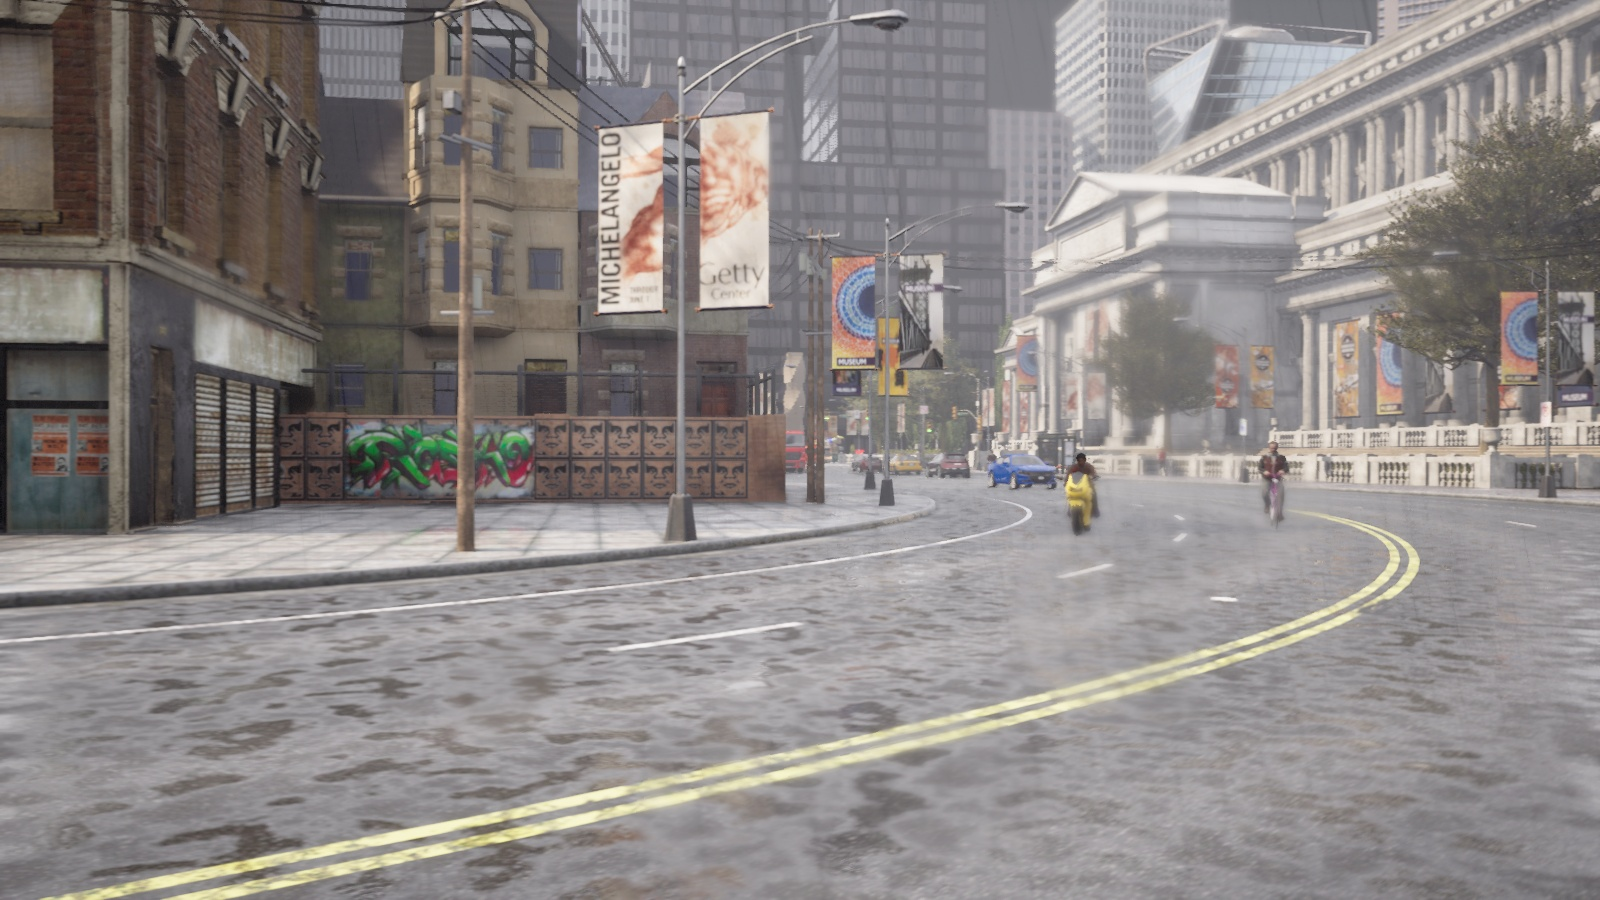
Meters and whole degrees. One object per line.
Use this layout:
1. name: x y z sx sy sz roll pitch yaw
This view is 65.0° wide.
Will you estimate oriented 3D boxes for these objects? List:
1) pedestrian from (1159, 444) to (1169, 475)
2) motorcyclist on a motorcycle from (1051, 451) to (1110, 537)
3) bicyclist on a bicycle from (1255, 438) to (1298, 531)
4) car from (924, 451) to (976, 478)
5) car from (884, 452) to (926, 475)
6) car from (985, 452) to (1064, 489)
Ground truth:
1. pedestrian: 22.209 0.586 76.663 0.331 1.846 0.636 0 0 -15
2. motorcyclist on a motorcycle: 5.242 0.787 23.373 0.797 1.523 2.044 -1 0 20
3. bicyclist on a bicycle: 9.488 0.670 25.059 0.659 1.776 1.843 -1 -1 17
4. car: 9.467 0.903 79.842 2.033 1.649 4.856 0 0 -9
5. car: 7.636 0.954 91.568 1.801 1.575 5.366 0 0 -9
6. car: 9.791 0.871 55.084 1.882 1.535 5.008 0 0 -9
